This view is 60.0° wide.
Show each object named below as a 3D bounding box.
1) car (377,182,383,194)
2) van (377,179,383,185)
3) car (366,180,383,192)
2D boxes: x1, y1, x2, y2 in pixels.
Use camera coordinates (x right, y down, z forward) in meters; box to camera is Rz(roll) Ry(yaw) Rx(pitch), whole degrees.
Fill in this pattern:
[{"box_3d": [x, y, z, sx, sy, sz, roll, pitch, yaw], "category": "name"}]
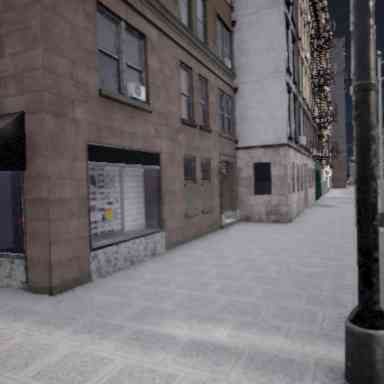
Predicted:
[{"box_3d": [20.020, 0.015, 33.270, 1.752, 1.417, 4.829, -1, 2, 25], "category": "car"}, {"box_3d": [26.847, -0.784, 48.149, 1.690, 1.788, 3.998, -1, 2, 25], "category": "van"}, {"box_3d": [29.100, -1.013, 53.058, 2.192, 1.841, 5.009, -1, 2, 25], "category": "car"}]
